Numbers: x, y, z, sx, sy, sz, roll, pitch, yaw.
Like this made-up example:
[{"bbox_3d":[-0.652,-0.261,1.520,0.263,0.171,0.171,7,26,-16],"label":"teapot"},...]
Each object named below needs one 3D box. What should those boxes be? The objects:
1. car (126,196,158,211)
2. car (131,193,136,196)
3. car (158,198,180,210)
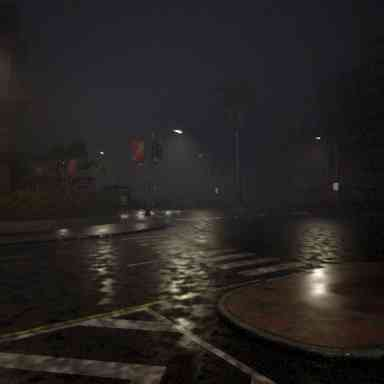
[{"bbox_3d":[-6.664,1.547,40.566,2.033,1.411,5.357,0,0,-35],"label":"car"},{"bbox_3d":[-13.431,1.220,68.429,2.150,2.045,5.566,0,0,-39],"label":"car"},{"bbox_3d":[-3.394,1.526,42.010,1.812,1.442,4.674,0,0,-35],"label":"car"}]
